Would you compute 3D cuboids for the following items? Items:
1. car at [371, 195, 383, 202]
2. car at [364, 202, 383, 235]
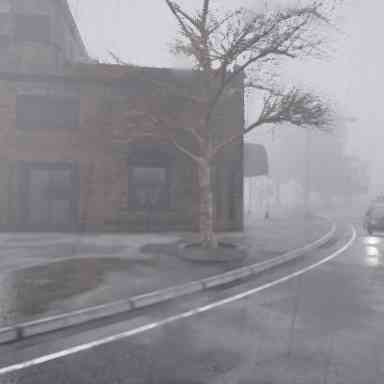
[{"bbox_3d":[17.671,1.302,29.880,2.150,2.045,5.566,0,-1,9],"label":"car"},{"bbox_3d":[10.728,1.525,18.546,1.812,1.442,4.674,0,0,24],"label":"car"}]
